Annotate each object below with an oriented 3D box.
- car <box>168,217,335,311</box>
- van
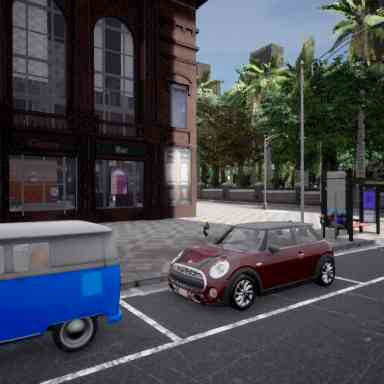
[{"bbox_3d":[1.445,1.439,7.689,4.097,1.590,1.967,0,0,-36],"label":"car"},{"bbox_3d":[-2.970,1.341,4.536,3.998,1.788,1.690,0,0,-36],"label":"van"}]
